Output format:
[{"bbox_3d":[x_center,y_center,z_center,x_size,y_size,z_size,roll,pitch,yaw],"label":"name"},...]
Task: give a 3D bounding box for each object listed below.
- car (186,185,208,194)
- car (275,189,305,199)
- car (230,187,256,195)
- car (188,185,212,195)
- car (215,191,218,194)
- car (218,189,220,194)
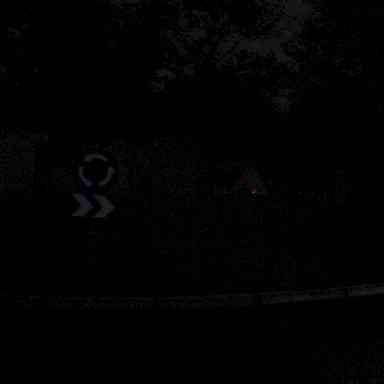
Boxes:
[{"bbox_3d":[1.038,-0.367,77.925,4.892,1.521,2.231,3,0,-3],"label":"car"},{"bbox_3d":[14.747,0.276,50.376,1.837,1.490,4.892,3,1,-39],"label":"car"},{"bbox_3d":[8.695,-0.066,55.061,1.837,1.490,4.892,3,-2,-20],"label":"car"},{"bbox_3d":[1.897,-0.565,80.763,5.566,2.045,2.435,3,0,-3],"label":"car"},{"bbox_3d":[2.841,-0.504,83.612,5.566,2.045,2.435,3,0,-3],"label":"car"},{"bbox_3d":[4.415,-0.160,89.250,5.366,1.575,1.946,3,0,-2],"label":"car"}]
